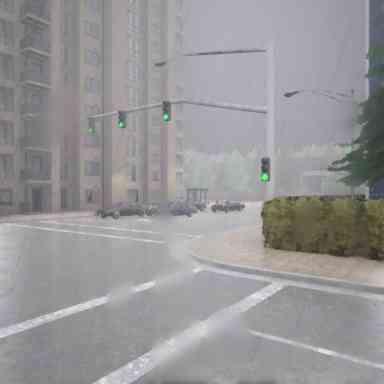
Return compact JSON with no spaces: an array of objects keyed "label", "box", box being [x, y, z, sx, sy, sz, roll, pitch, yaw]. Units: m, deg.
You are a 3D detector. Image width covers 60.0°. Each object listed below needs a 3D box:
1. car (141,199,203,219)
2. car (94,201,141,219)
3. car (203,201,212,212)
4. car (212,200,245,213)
[{"label":"car","box":[-1.624,1.547,29.414,2.033,1.411,5.357,0,0,36]},{"label":"car","box":[-5.960,1.547,29.407,2.033,1.411,5.357,0,0,36]},{"label":"car","box":[-0.270,1.491,37.206,2.128,1.511,4.902,0,0,36]},{"label":"car","box":[4.029,1.601,37.158,1.895,1.301,4.718,0,0,36]}]
